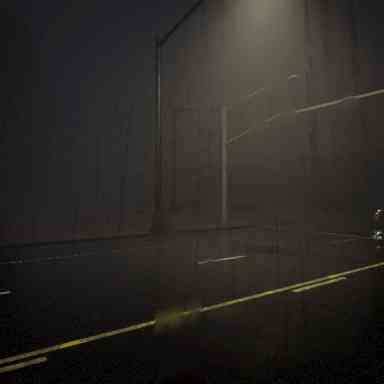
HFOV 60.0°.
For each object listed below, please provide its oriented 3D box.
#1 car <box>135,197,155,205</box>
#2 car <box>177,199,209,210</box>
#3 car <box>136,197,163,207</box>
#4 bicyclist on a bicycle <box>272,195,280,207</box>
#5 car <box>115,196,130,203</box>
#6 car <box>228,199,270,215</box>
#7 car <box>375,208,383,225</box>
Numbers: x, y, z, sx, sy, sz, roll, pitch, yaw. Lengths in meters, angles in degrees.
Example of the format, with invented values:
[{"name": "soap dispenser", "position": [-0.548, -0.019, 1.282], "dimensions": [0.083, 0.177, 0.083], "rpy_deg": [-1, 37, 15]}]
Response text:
[{"name": "car", "position": [-8.606, 1.564, 61.046], "dimensions": [1.994, 1.385, 4.181], "rpy_deg": [0, 0, -35]}, {"name": "car", "position": [0.073, 1.601, 42.620], "dimensions": [1.895, 1.301, 4.718], "rpy_deg": [0, 0, -36]}, {"name": "car", "position": [-6.389, 1.478, 51.687], "dimensions": [1.882, 1.535, 5.008], "rpy_deg": [0, 0, -35]}, {"name": "bicyclist on a bicycle", "position": [11.500, 1.303, 45.517], "dimensions": [1.656, 1.620, 0.582], "rpy_deg": [0, 0, -36]}, {"name": "car", "position": [-14.417, 1.468, 69.097], "dimensions": [1.812, 1.442, 4.674], "rpy_deg": [0, 0, -36]}, {"name": "car", "position": [5.856, 1.491, 34.519], "dimensions": [2.128, 1.511, 4.902], "rpy_deg": [0, 0, -36]}, {"name": "car", "position": [14.578, 1.352, 22.911], "dimensions": [4.553, 1.767, 2.097], "rpy_deg": [0, 0, -35]}]
